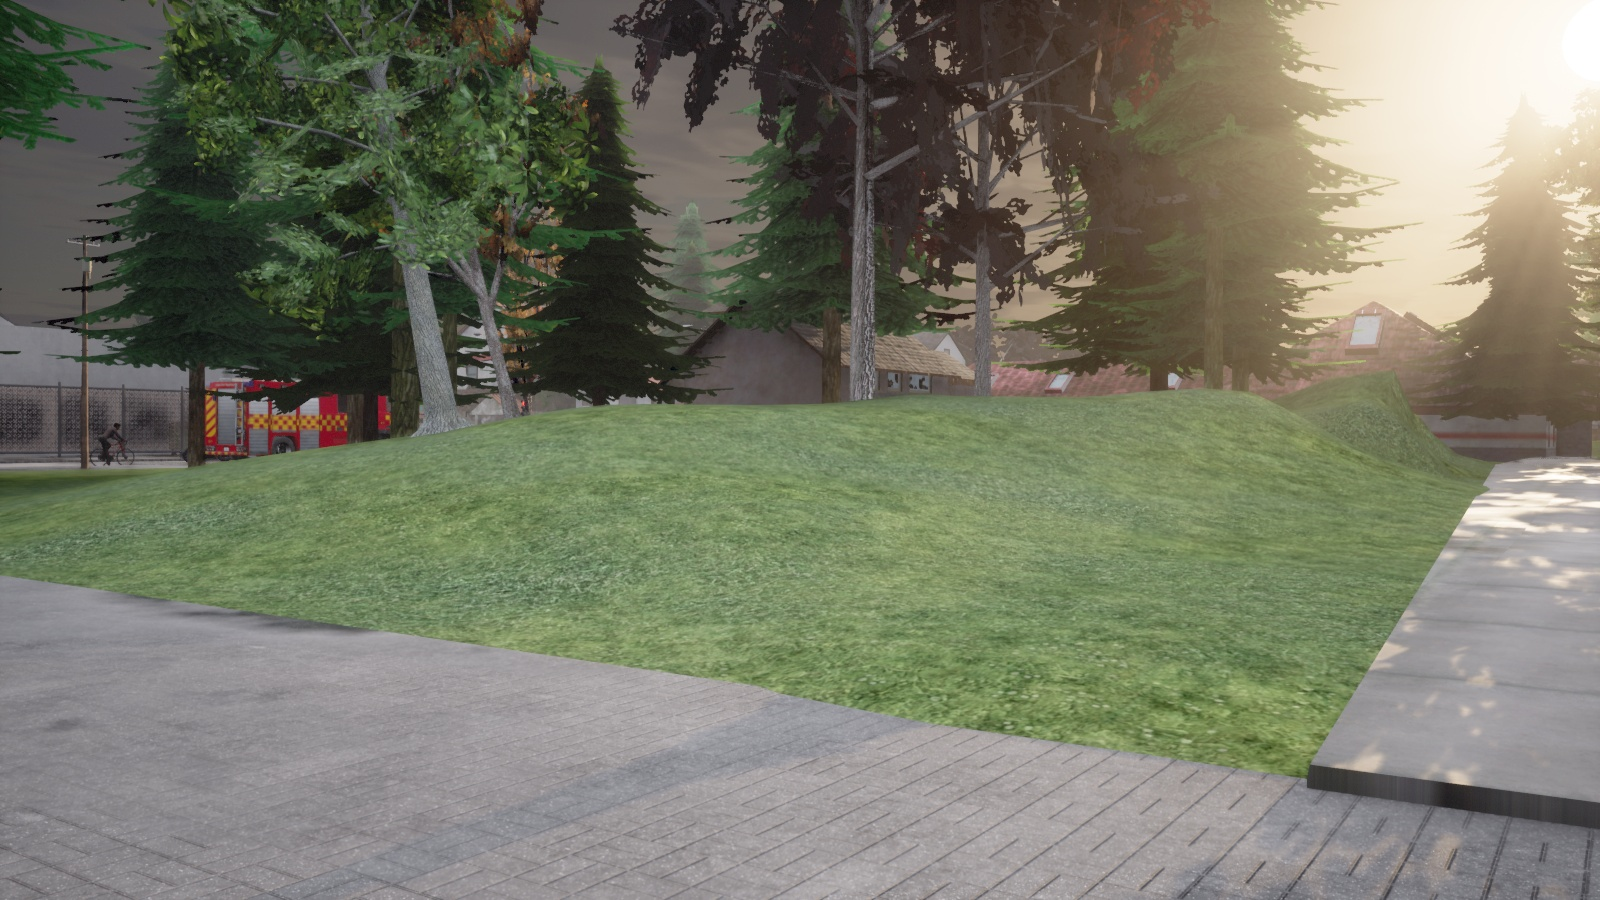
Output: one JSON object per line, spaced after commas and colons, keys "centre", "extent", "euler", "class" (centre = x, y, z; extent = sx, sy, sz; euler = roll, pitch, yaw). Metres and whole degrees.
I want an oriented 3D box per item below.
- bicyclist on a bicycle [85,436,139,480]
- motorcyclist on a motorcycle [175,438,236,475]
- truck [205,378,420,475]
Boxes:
{"centre": [-25.486, 0.279, 46.556], "extent": [0.582, 1.620, 1.656], "euler": [0, 1, 34], "class": "bicyclist on a bicycle"}
{"centre": [-25.461, 0.262, 53.822], "extent": [0.866, 1.530, 2.191], "euler": [0, 1, 34], "class": "motorcyclist on a motorcycle"}
{"centre": [-20.648, -0.981, 53.810], "extent": [2.891, 3.827, 8.468], "euler": [0, 1, 32], "class": "truck"}
